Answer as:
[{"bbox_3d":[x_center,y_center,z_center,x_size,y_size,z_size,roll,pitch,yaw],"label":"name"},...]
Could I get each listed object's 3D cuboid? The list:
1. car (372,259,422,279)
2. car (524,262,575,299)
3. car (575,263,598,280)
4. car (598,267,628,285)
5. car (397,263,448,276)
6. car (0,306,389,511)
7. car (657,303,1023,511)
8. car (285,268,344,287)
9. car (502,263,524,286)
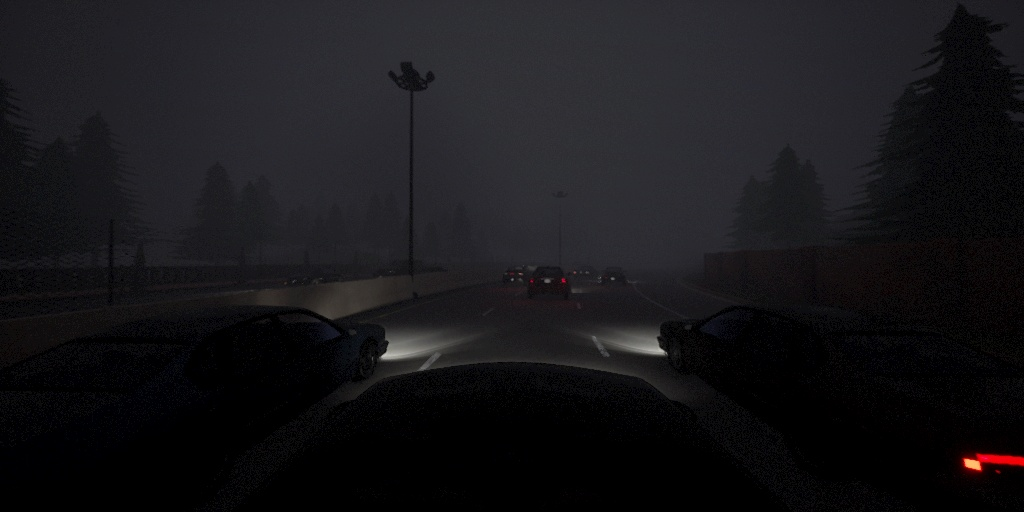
[{"bbox_3d":[-9.638,1.298,31.081,2.150,2.045,5.566,0,-1,17],"label":"car"},{"bbox_3d":[2.196,1.312,19.928,2.097,1.767,4.553,0,-1,12],"label":"car"},{"bbox_3d":[7.858,1.717,37.798,2.033,1.411,5.357,0,-1,24],"label":"car"},{"bbox_3d":[8.456,1.603,29.663,1.812,1.442,4.674,0,-1,18],"label":"car"},{"bbox_3d":[-6.705,1.556,28.568,1.837,1.490,4.892,0,-1,16],"label":"car"},{"bbox_3d":[-3.316,1.323,4.284,2.033,1.411,5.357,0,-1,2],"label":"car"},{"bbox_3d":[3.682,1.333,4.622,2.033,1.411,5.357,0,-1,3],"label":"car"},{"bbox_3d":[-14.442,1.583,26.472,1.994,1.385,4.181,0,-1,14],"label":"car"},{"bbox_3d":[0.684,1.546,28.252,2.128,1.511,4.902,0,-1,16],"label":"car"}]
